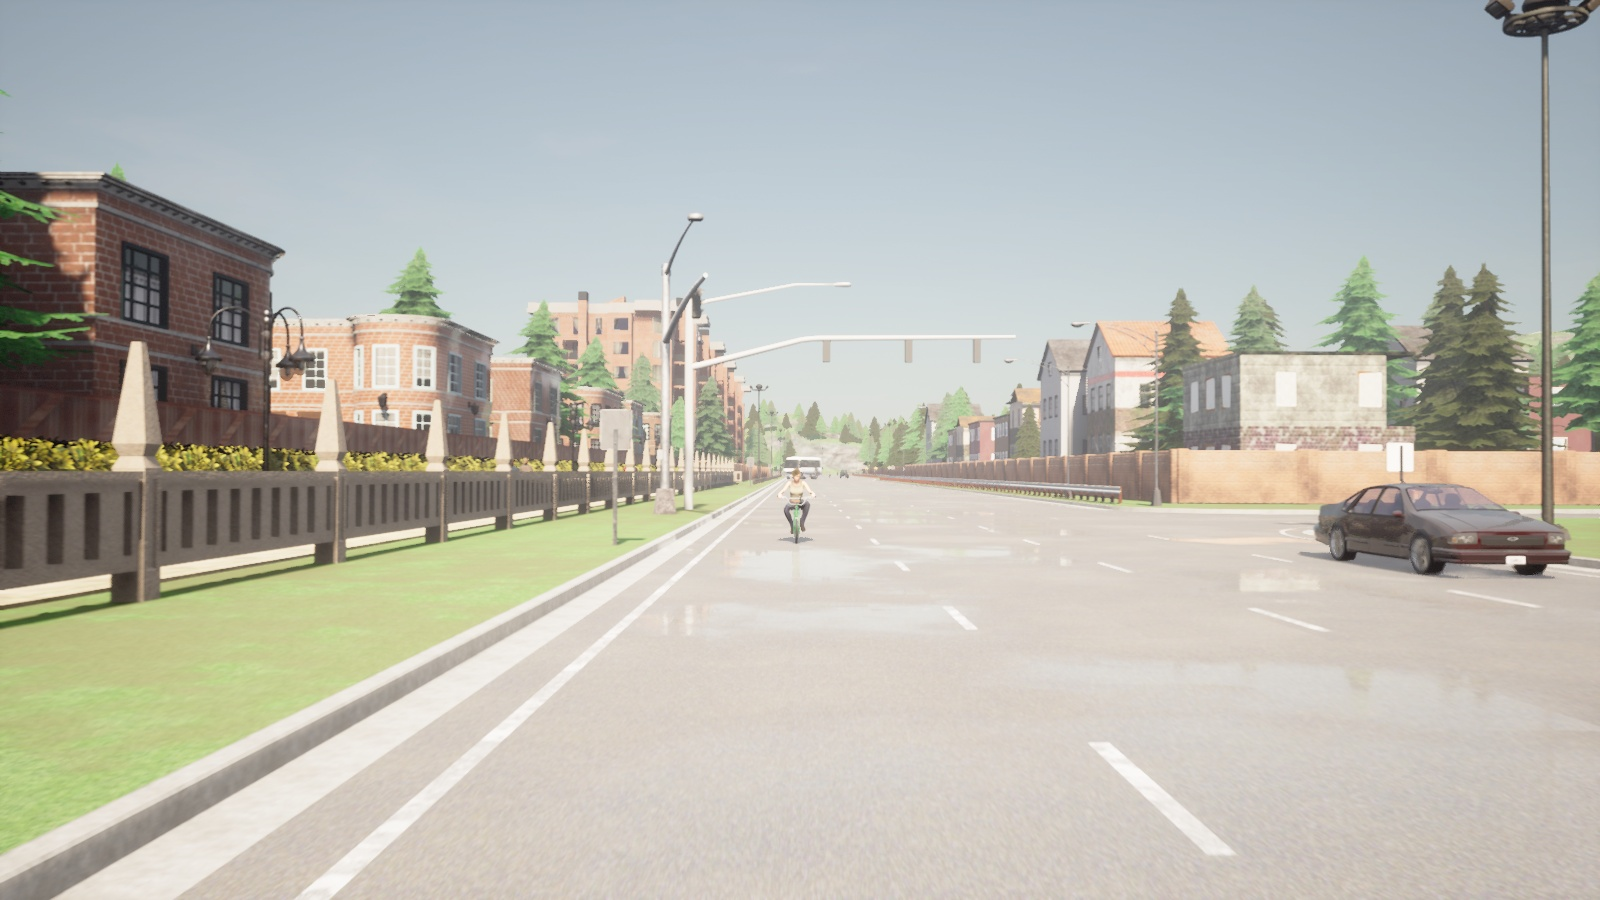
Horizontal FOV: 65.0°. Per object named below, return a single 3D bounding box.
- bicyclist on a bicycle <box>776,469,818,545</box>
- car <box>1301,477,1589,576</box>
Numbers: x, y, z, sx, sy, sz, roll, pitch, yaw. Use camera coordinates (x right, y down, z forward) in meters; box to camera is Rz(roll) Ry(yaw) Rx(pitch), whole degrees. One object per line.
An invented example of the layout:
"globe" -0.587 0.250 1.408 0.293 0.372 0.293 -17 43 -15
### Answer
"bicyclist on a bicycle" -0.065 1.213 27.224 0.866 1.612 1.509 0 -1 0
"car" 10.449 1.175 20.951 2.033 1.411 5.357 0 -1 0
